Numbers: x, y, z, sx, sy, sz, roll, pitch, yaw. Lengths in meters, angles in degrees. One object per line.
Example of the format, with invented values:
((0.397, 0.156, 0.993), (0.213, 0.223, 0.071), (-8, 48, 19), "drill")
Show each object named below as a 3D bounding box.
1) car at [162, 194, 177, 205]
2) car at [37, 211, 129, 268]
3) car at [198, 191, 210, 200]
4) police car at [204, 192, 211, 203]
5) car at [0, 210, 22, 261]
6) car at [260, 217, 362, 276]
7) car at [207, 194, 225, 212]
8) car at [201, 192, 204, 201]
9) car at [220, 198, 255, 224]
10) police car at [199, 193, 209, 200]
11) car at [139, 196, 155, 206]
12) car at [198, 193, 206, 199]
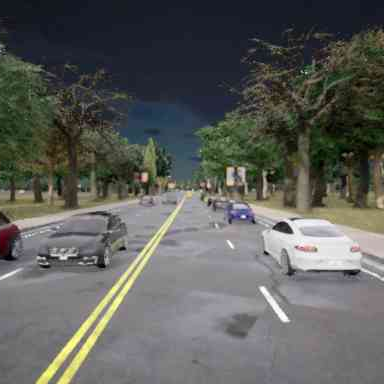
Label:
((-3.496, 1.103, 52.785), (2.097, 1.767, 4.553), (0, 0, 0), "car")
((-3.365, 1.455, 11.117), (1.837, 1.490, 4.892), (0, 0, 0), "car")
((2.957, 0.879, 69.539), (2.150, 2.045, 5.566), (0, 0, 0), "car")
((3.103, 1.204, 47.609), (1.930, 1.638, 5.238), (0, 0, 0), "police car")
((-6.612, 1.312, 9.002), (2.097, 1.767, 4.553), (0, 0, 0), "car")
((3.336, 1.480, 10.036), (1.812, 1.442, 4.674), (0, 0, 0), "car")
((3.158, 1.327, 36.495), (2.128, 1.511, 4.902), (0, 0, 0), "car")
((3.035, 1.174, 58.695), (1.801, 1.575, 5.366), (0, 0, 0), "car")
((3.304, 1.419, 23.786), (1.812, 1.442, 4.674), (0, 0, 0), "car")
((2.865, 1.100, 80.515), (2.038, 1.542, 4.974), (0, 0, -1), "police car")
((-6.736, 1.290, 50.190), (1.812, 1.442, 4.674), (0, 0, 0), "car")
((2.763, 1.054, 91.519), (1.812, 1.442, 4.674), (0, 0, -1), "car")
